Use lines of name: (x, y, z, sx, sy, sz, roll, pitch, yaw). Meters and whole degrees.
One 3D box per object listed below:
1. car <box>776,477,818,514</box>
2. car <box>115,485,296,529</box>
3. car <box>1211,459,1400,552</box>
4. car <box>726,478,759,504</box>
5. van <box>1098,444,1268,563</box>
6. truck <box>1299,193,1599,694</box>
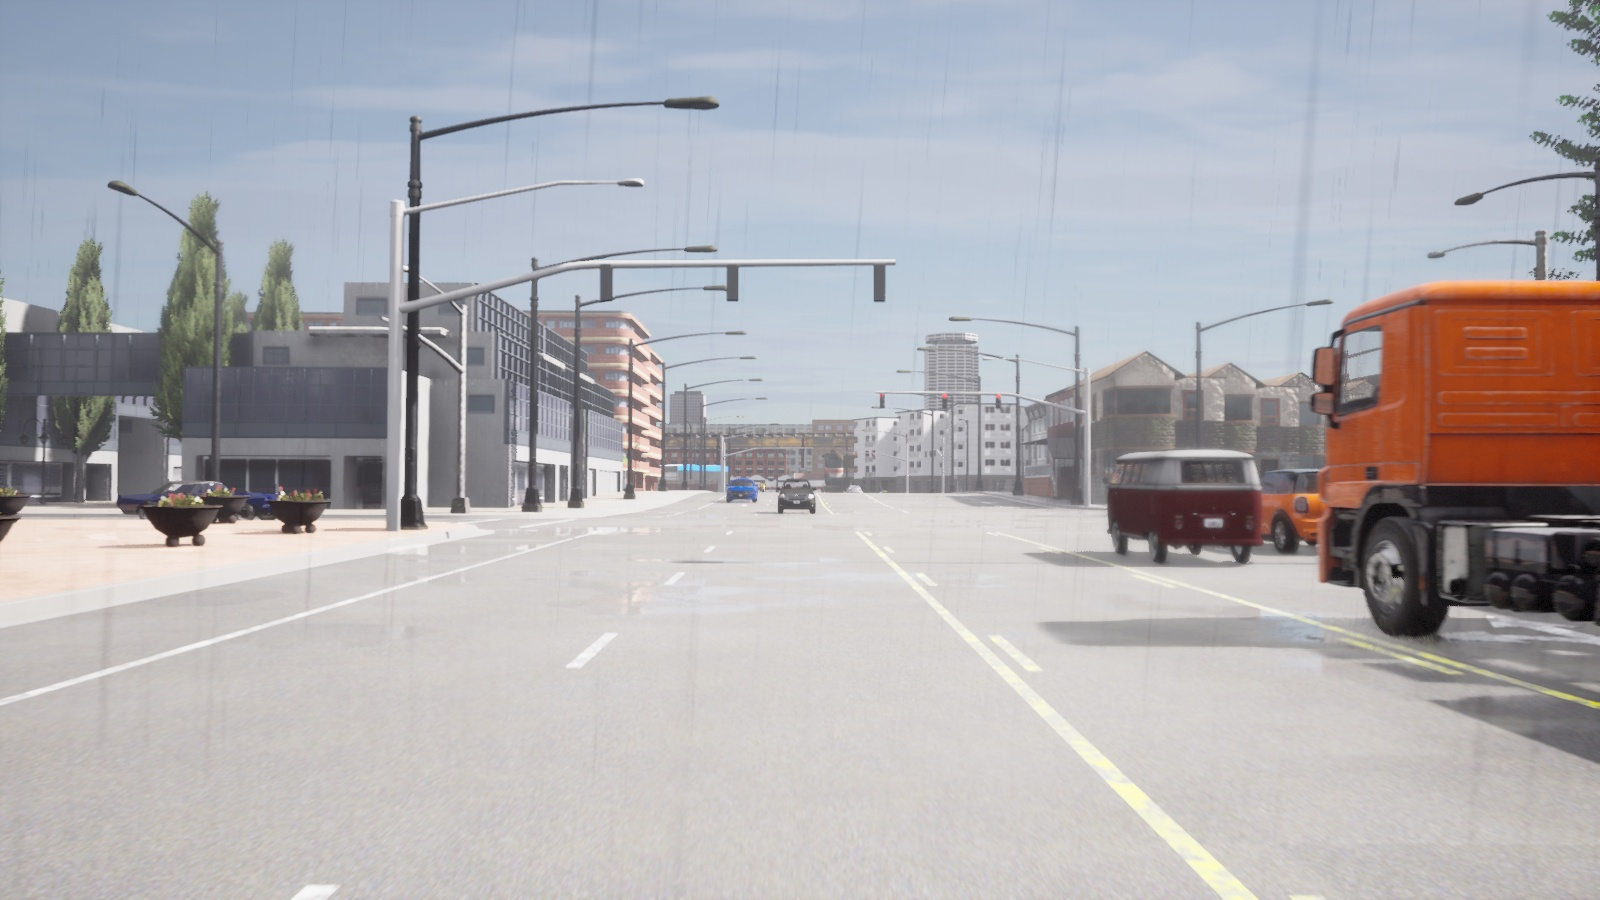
car: (-0.131, 2.051, 57.516, 1.851, 1.617, 3.988, 0, -1, 0)
car: (-18.456, 1.764, 39.130, 4.718, 1.301, 1.895, 0, -2, 0)
car: (10.437, 1.105, 26.332, 2.097, 1.767, 4.553, 0, -1, 0)
car: (-3.691, 2.622, 80.973, 1.882, 1.535, 5.008, 0, 0, 0)
van: (6.944, 0.950, 23.273, 1.775, 1.987, 4.442, 0, -1, 0)
truck: (6.973, -0.028, 9.867, 2.891, 3.462, 7.936, 0, -1, 0)
